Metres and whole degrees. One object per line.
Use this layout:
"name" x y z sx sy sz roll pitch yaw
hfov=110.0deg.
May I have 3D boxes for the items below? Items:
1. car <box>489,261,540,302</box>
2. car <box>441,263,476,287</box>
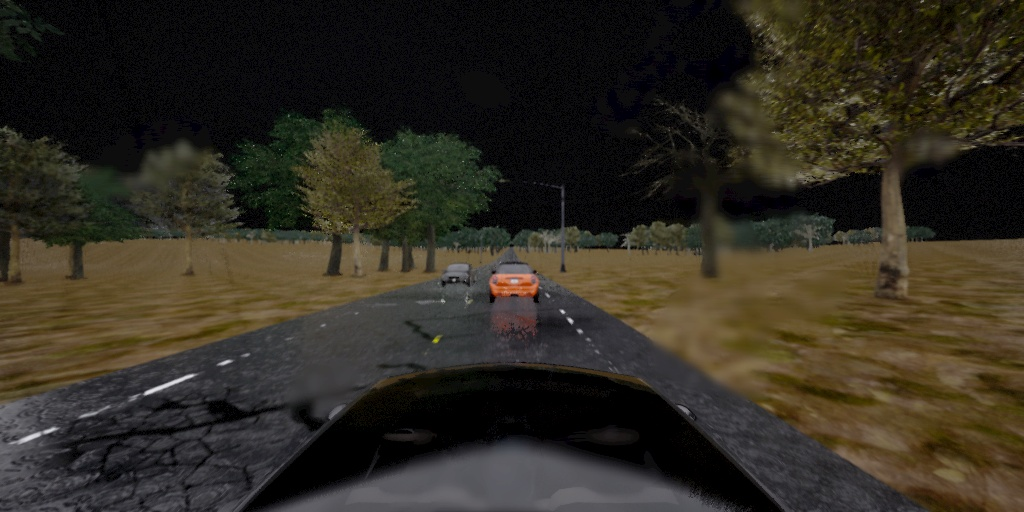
"car" 0.094 1.028 16.549 2.097 1.767 4.553 0 0 0
"car" -3.503 1.204 24.043 1.837 1.490 4.892 0 0 0
